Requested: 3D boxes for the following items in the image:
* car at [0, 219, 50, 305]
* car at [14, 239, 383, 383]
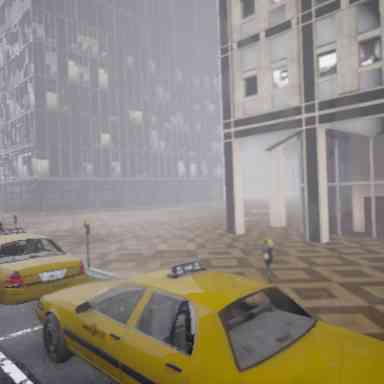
[{"bbox_3d":[-4.219,1.520,7.718,4.829,1.417,1.752,-1,0,44],"label":"car"},{"bbox_3d":[-0.246,1.473,3.882,4.829,1.417,1.752,-1,0,44],"label":"car"}]
